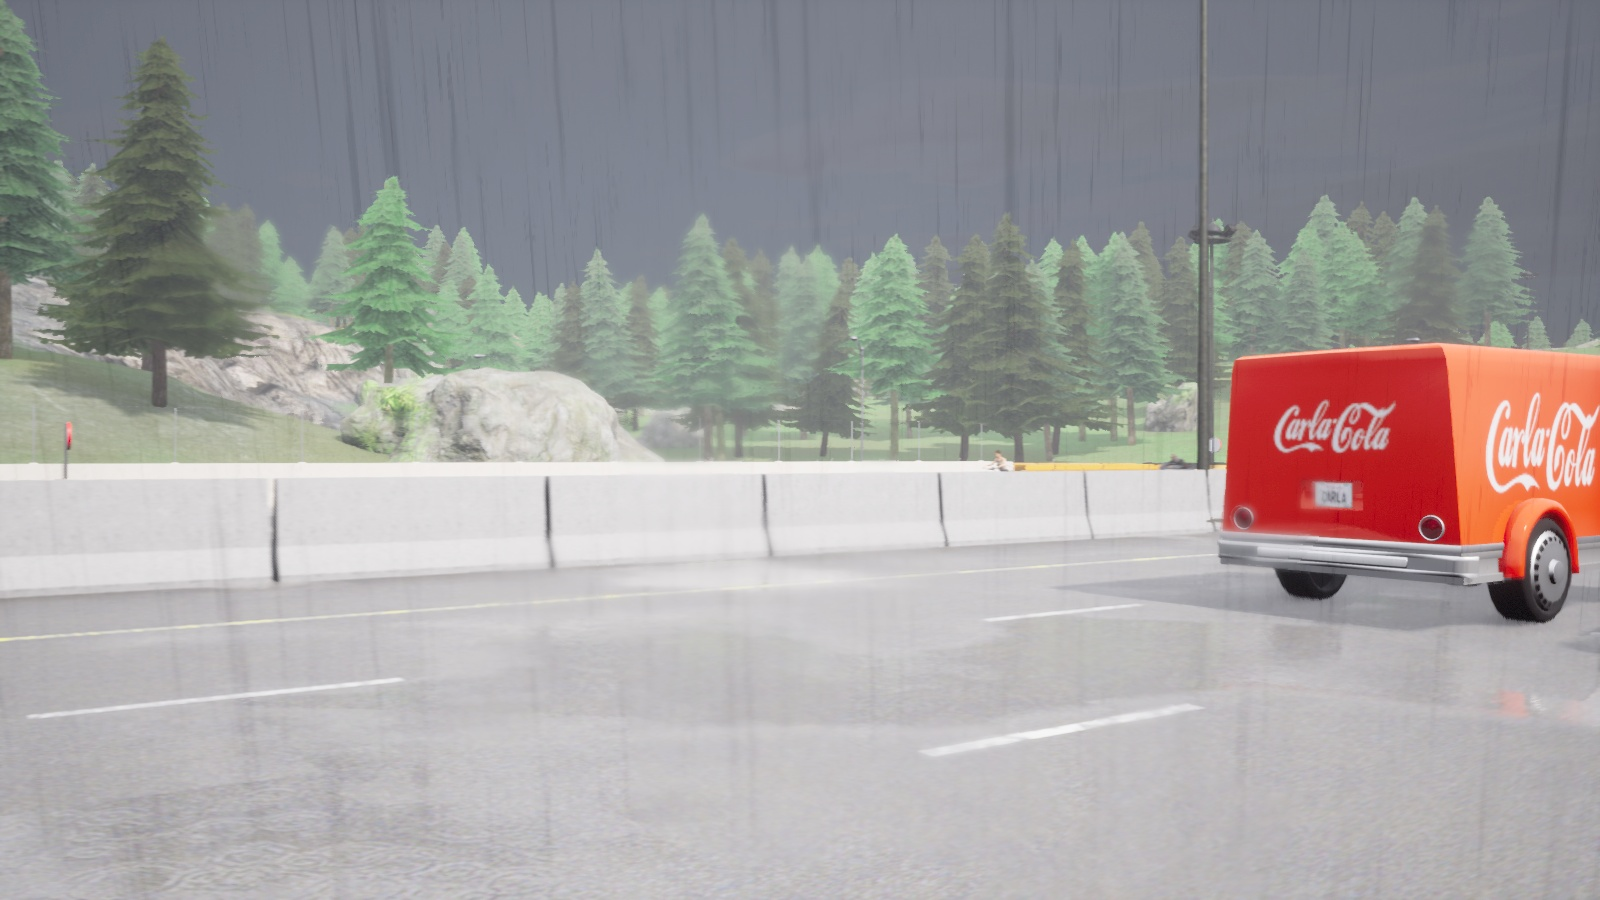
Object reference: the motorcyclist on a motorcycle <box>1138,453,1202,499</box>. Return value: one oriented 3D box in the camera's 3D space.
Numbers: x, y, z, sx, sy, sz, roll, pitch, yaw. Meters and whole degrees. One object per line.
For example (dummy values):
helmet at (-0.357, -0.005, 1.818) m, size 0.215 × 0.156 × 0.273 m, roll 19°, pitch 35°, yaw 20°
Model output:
motorcyclist on a motorcycle at (12.431, 0.857, 42.161) m, size 2.191 × 1.530 × 0.866 m, roll 0°, pitch 0°, yaw -35°

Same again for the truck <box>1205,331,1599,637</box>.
truck at (6.850, 0.275, 12.693) m, size 5.204 × 2.467 × 2.627 m, roll 0°, pitch 0°, yaw -35°
